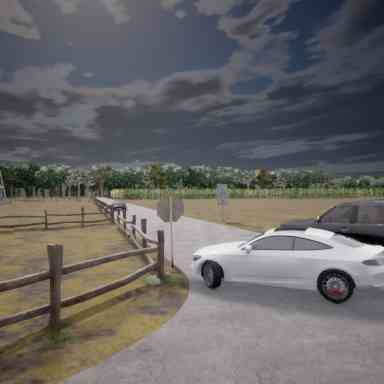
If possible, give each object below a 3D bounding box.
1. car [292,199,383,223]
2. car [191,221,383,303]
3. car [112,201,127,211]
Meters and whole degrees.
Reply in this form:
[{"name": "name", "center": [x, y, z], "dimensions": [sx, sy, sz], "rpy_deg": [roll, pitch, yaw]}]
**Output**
[{"name": "car", "center": [5.108, 1.231, 9.829], "dimensions": [2.150, 2.045, 5.566], "rpy_deg": [-2, 0, -40]}, {"name": "car", "center": [2.222, 1.614, 8.254], "dimensions": [4.674, 1.442, 1.812], "rpy_deg": [-2, 0, 27]}, {"name": "car", "center": [-10.869, 1.988, 49.470], "dimensions": [2.033, 1.411, 5.357], "rpy_deg": [-2, 0, -18]}]
